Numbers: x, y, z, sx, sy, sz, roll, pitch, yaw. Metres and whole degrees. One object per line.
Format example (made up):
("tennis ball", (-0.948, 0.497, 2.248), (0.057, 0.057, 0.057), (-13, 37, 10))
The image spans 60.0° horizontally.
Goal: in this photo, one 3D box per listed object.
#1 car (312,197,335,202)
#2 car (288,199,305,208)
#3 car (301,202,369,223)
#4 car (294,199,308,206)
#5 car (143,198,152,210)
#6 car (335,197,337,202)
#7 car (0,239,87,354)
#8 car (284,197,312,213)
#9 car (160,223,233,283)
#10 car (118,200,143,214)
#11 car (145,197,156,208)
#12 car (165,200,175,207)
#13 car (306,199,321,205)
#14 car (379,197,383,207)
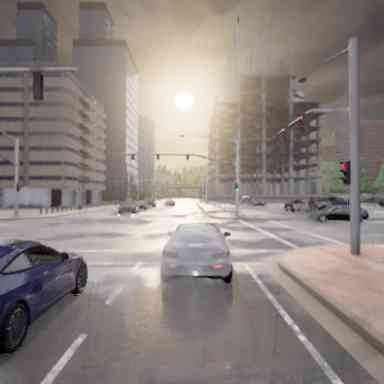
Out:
("car", (16.009, 1.630, 41.991), (1.905, 1.878, 3.866), (0, -1, 0))
("car", (18.650, 2.066, 59.464), (1.970, 1.475, 3.806), (0, -1, 0))
("car", (12.132, 1.806, 27.798), (4.902, 1.511, 2.128), (0, -1, 0))
("car", (24.362, 2.236, 74.586), (1.970, 1.475, 3.806), (0, -1, 0))
("car", (-8.102, 2.076, 53.046), (1.882, 1.535, 5.008), (0, -1, 0))
("car", (29.940, 1.995, 74.659), (1.932, 1.855, 4.605), (0, -1, 0))
("car", (-3.424, 1.596, 6.092), (1.812, 1.442, 4.674), (0, -1, 0))
("car", (13.114, 1.628, 42.035), (1.932, 1.855, 4.605), (0, -1, 0))
("car", (0.186, 1.639, 9.904), (1.812, 1.442, 4.674), (0, -1, 3))
("car", (-8.037, 1.833, 42.598), (2.097, 1.767, 4.553), (0, -1, 0))
("car", (-8.129, 1.939, 63.629), (2.150, 2.045, 5.566), (0, -1, -1))
("car", (-4.530, 2.343, 69.175), (1.994, 1.385, 4.181), (0, -1, 0))
("car", (27.257, 2.205, 74.596), (1.784, 1.438, 3.905), (0, -1, 0))
("car", (35.547, 1.826, 59.619), (1.932, 1.855, 4.605), (0, -1, 0))
